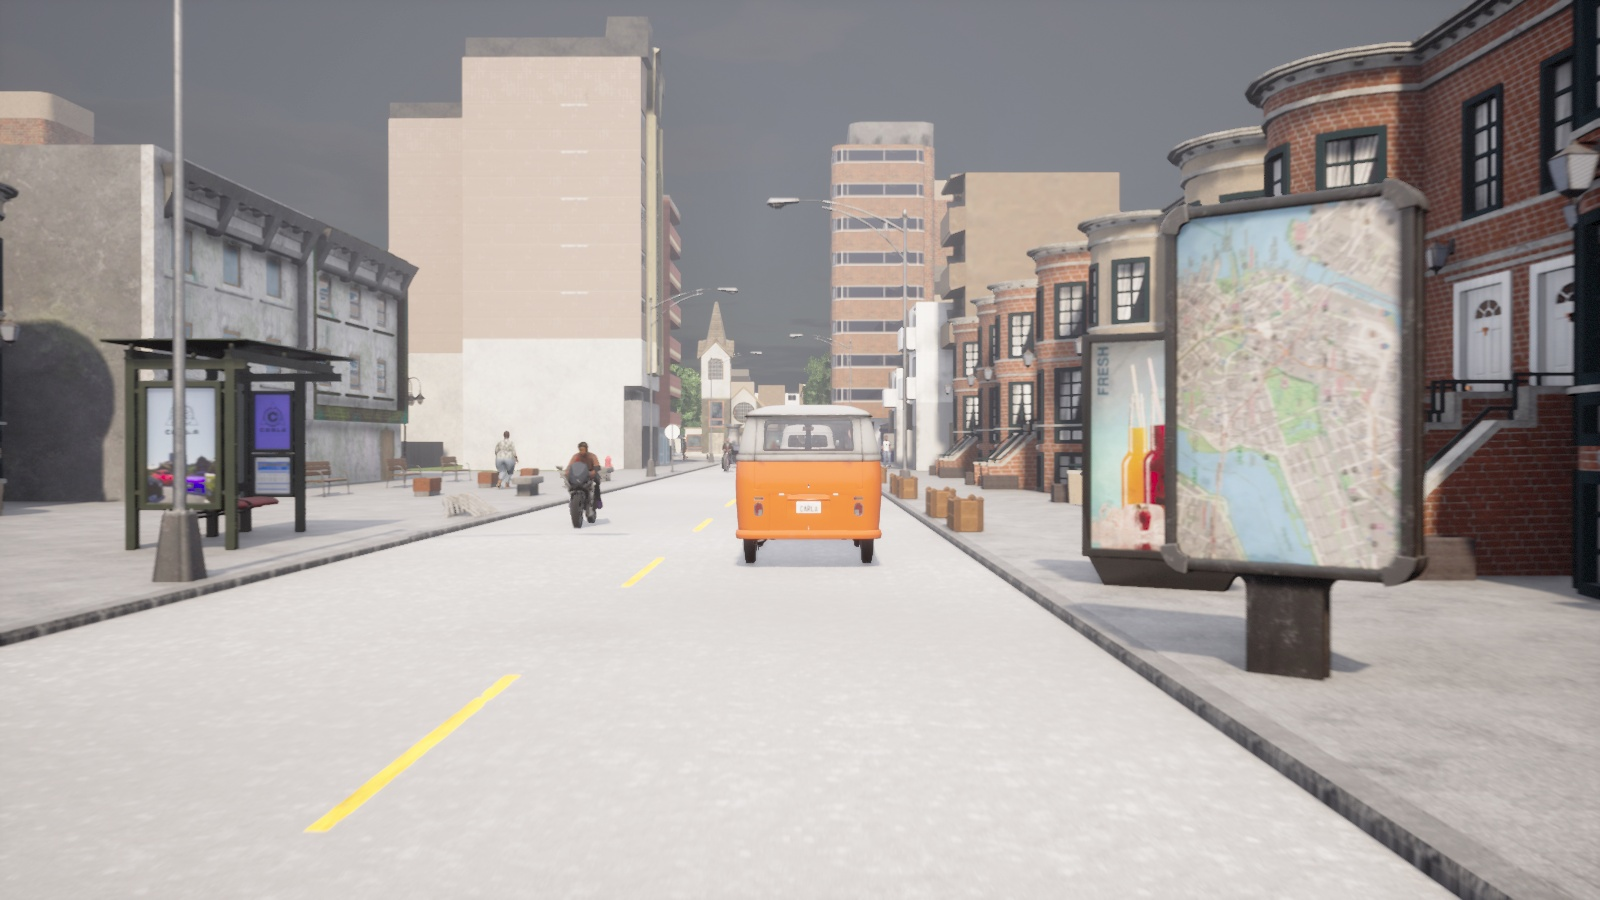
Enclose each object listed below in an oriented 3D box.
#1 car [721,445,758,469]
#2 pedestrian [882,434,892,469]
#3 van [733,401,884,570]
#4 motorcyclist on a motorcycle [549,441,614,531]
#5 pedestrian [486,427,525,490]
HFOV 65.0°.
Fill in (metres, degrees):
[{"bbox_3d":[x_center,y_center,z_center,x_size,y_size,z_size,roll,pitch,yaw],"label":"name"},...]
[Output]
[{"bbox_3d":[-3.606,0.384,75.145,1.994,1.385,4.181,0,0,0],"label":"car"},{"bbox_3d":[4.633,0.080,66.590,0.354,1.836,0.706,0,0,-12],"label":"pedestrian"},{"bbox_3d":[0.113,0.404,16.980,1.775,1.987,4.442,0,0,0],"label":"van"},{"bbox_3d":[-3.857,0.600,22.310,0.797,1.523,2.044,0,0,0],"label":"motorcyclist on a motorcycle"},{"bbox_3d":[-8.799,0.238,37.522,0.874,1.855,0.900,0,0,7],"label":"pedestrian"}]
